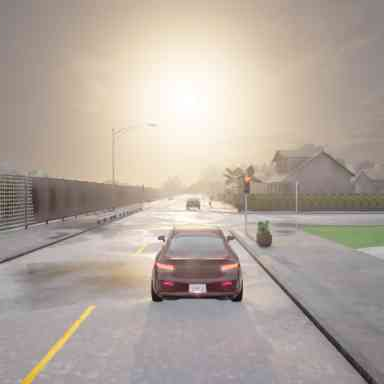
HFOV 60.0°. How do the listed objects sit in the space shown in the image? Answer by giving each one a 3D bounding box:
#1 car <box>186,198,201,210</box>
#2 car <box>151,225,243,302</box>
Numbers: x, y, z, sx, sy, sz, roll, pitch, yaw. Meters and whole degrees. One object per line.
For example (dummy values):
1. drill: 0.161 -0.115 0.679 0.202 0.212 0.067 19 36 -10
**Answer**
1. car: 0.163 1.505 44.122 1.837 1.490 4.892 0 0 0
2. car: 0.104 1.526 8.132 1.812 1.442 4.674 0 0 0
